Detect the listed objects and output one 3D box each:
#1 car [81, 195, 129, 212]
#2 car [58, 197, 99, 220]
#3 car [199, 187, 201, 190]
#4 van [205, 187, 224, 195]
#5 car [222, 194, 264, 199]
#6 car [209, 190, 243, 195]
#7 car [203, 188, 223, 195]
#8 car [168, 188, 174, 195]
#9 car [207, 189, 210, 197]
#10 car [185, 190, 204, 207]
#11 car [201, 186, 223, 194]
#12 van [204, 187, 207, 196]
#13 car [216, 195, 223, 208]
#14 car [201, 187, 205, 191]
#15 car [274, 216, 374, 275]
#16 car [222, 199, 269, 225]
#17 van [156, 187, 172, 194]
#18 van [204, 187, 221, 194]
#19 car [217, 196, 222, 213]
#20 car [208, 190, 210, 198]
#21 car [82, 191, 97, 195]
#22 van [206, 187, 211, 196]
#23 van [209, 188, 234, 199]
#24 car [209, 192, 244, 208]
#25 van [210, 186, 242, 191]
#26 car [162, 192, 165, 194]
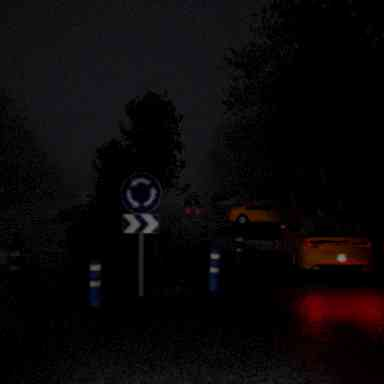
[{"bbox_3d":[-8.109,1.317,29.346,5.008,1.535,2.097,0,2,0],"label":"car"},{"bbox_3d":[-8.160,1.433,26.573,4.792,1.488,2.163,0,2,0],"label":"car"},{"bbox_3d":[0.246,0.290,66.645,1.882,1.535,5.008,0,1,0],"label":"car"},{"bbox_3d":[5.376,-0.219,79.217,4.442,1.987,1.878,0,1,0],"label":"van"},{"bbox_3d":[4.981,1.268,26.614,4.553,1.767,2.185,0,2,0],"label":"car"},{"bbox_3d":[5.019,0.909,43.106,4.792,1.488,2.163,0,2,0],"label":"car"},{"bbox_3d":[5.286,-0.115,84.636,5.008,1.535,2.097,0,1,0],"label":"car"},{"bbox_3d":[-7.752,-0.197,90.391,4.674,1.452,2.002,0,1,0],"label":"car"},{"bbox_3d":[5.125,0.670,51.406,4.792,1.488,2.163,0,1,0],"label":"car"},{"bbox_3d":[0.094,0.957,41.102,2.128,1.511,4.902,0,2,0],"label":"car"},{"bbox_3d":[5.280,-0.431,87.525,5.566,2.045,2.435,0,1,0],"label":"car"},{"bbox_3d":[5.044,0.157,62.476,4.442,1.987,1.878,0,1,0],"label":"van"},{"bbox_3d":[4.979,1.265,32.032,4.674,1.452,2.002,0,2,0],"label":"car"},{"bbox_3d":[5.165,0.007,68.013,5.566,2.045,2.435,0,1,0],"label":"car"},{"bbox_3d":[3.963,1.501,10.598,1.882,1.535,5.008,0,-1,7],"label":"car"},{"bbox_3d":[4.928,1.480,23.848,5.008,1.535,2.097,0,2,0],"label":"car"},{"bbox_3d":[-7.855,-0.525,93.162,4.442,1.987,1.878,0,1,0],"label":"van"},{"bbox_3d":[5.442,-0.468,90.294,4.442,1.987,1.878,0,1,0],"label":"van"},{"bbox_3d":[4.936,1.341,29.264,4.792,1.488,2.163,0,2,0],"label":"car"},{"bbox_3d":[5.109,0.741,48.768,4.792,1.488,2.163,0,2,0],"label":"car"},{"bbox_3d":[-8.069,0.979,32.113,5.566,2.045,2.435,0,2,0],"label":"car"},{"bbox_3d":[5.004,0.347,54.152,4.442,1.987,1.878,0,1,0],"label":"van"},{"bbox_3d":[5.261,0.219,59.705,4.442,1.987,1.878,0,1,0],"label":"van"},{"bbox_3d":[4.812,1.136,34.801,5.366,1.575,1.946,0,2,0],"label":"car"},{"bbox_3d":[5.181,0.566,45.990,4.442,1.987,1.878,0,2,0],"label":"van"},{"bbox_3d":[-7.931,0.354,65.412,4.792,1.488,2.163,0,1,0],"label":"car"}]
